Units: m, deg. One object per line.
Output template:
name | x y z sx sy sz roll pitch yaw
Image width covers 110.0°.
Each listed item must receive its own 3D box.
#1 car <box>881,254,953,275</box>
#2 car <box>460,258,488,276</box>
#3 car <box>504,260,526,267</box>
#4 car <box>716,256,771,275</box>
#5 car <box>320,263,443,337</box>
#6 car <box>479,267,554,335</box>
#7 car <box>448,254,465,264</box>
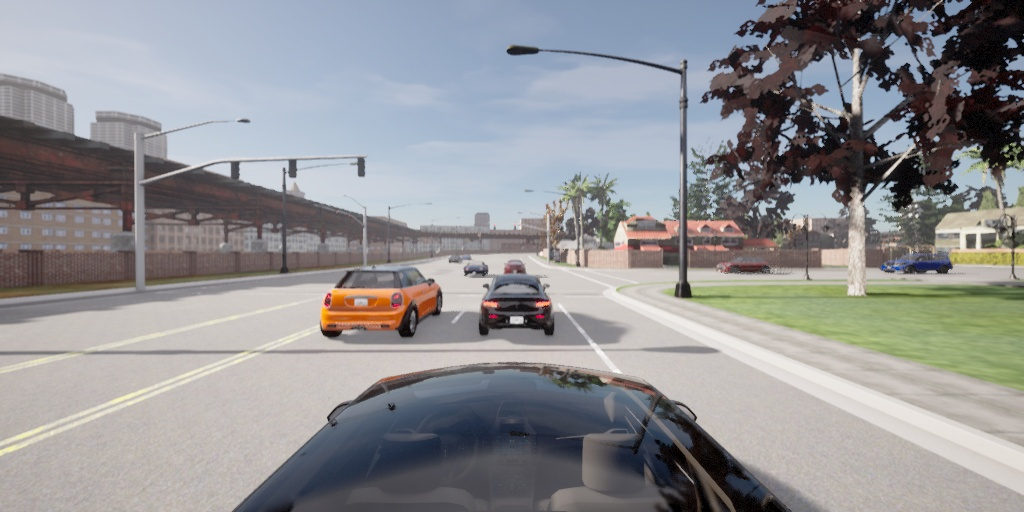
car | 40.049 0.801 35.501 5.566 2.045 2.150 0 0 -1
car | -3.226 1.135 33.002 1.895 1.301 4.718 0 0 0
car | 0.266 1.065 31.974 1.812 1.442 4.674 0 0 0
car | 22.618 0.882 35.228 4.553 1.767 2.097 0 0 -1
car | -3.377 1.047 10.195 2.097 1.767 4.553 0 0 1
car | 0.122 1.221 10.143 1.812 1.442 4.674 0 0 0
car | -10.185 0.639 64.226 1.837 1.490 4.892 0 1 1
